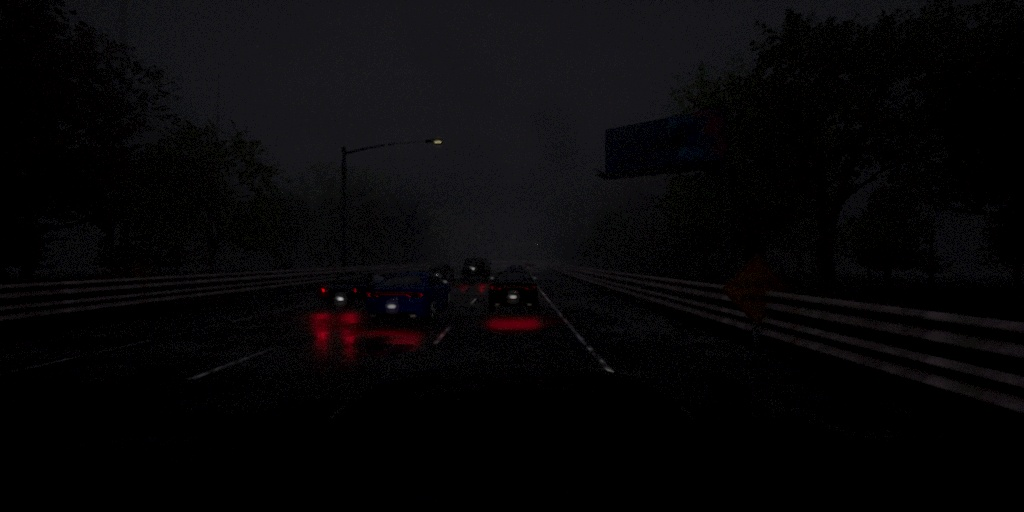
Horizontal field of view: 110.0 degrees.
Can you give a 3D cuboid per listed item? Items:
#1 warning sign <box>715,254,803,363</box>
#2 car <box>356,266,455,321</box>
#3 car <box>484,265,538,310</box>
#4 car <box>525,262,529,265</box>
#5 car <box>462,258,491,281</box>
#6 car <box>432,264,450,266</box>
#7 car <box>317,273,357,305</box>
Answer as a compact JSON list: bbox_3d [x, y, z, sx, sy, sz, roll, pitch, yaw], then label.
[{"bbox_3d":[4.518,0.894,6.655,1.300,1.860,1.060,0,0,0],"label":"warning sign"},{"bbox_3d":[-3.448,1.301,12.799,1.882,1.535,5.008,0,0,0],"label":"car"},{"bbox_3d":[0.068,1.315,15.290,1.882,1.535,5.008,0,0,0],"label":"car"},{"bbox_3d":[0.397,1.530,34.192,1.994,1.385,4.181,0,0,2],"label":"car"},{"bbox_3d":[-3.155,1.179,32.567,2.150,2.045,5.566,0,0,2],"label":"car"},{"bbox_3d":[-6.624,1.472,33.682,1.837,1.490,4.892,0,0,2],"label":"car"},{"bbox_3d":[-6.921,1.452,16.717,1.895,1.301,4.718,0,0,0],"label":"car"}]
